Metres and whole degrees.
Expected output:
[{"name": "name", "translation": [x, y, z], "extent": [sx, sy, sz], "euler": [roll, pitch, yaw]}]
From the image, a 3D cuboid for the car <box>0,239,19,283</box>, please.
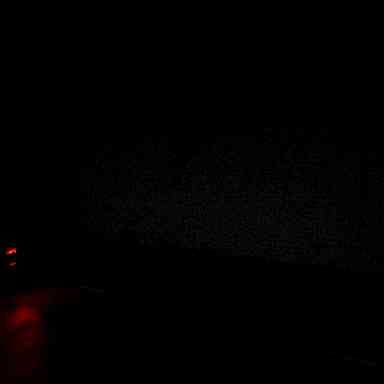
[{"name": "car", "translation": [-6.183, 1.531, 8.399], "extent": [4.674, 1.442, 1.812], "euler": [0, 0, 36]}]
